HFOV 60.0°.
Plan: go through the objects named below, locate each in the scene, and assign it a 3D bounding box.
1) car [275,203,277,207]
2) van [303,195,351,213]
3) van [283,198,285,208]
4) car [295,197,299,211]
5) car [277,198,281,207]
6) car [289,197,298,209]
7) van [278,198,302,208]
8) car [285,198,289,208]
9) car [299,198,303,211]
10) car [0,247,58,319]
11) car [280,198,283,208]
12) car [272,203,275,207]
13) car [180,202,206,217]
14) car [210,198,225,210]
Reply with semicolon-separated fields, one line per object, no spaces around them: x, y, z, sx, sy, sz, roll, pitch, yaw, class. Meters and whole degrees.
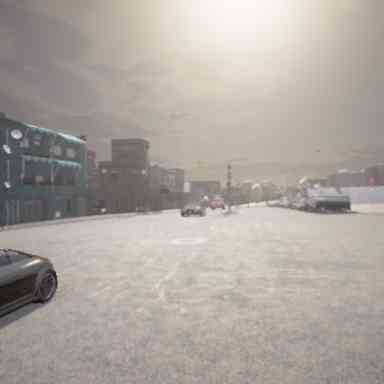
20.772;2.272;68.868;5.566;2.045;2.435;1;-2;-10;car
15.007;1.311;36.576;4.442;1.987;1.878;0;-1;-10;van
18.587;1.931;57.104;4.442;1.987;1.878;0;-1;-10;van
16.147;1.755;42.455;4.674;1.452;2.002;0;-1;-10;car
20.238;2.428;65.918;5.008;1.535;2.097;0;-2;-10;car
16.473;1.799;45.356;5.366;1.575;1.946;0;-1;-10;car
21.143;2.399;71.768;4.442;1.987;1.878;1;-2;-10;van
18.221;1.944;54.196;4.553;1.767;2.185;1;-1;-10;car
15.629;1.666;39.528;4.674;1.452;2.002;0;-2;-10;car
-4.327;1.740;6.053;1.994;1.385;4.181;-2;-1;10;car
19.393;2.246;60.093;5.366;1.575;1.946;0;-2;-10;car
21.740;2.482;74.711;5.566;2.045;2.435;1;-2;-10;car
0.167;1.660;31.929;1.994;1.385;4.181;-1;-1;10;car
4.327;2.039;55.906;2.150;2.045;5.566;-1;-1;10;car
